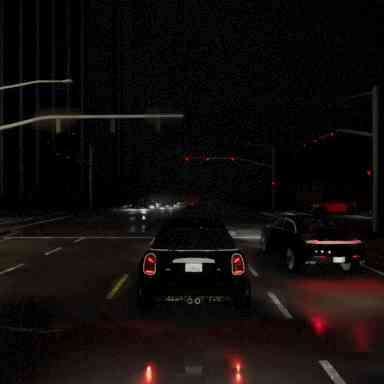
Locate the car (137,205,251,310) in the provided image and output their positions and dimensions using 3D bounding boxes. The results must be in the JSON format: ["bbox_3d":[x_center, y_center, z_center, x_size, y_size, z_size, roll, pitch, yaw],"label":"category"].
[{"bbox_3d":[0.043,1.352,7.992,2.097,1.767,4.553,0,0,0],"label":"car"}]

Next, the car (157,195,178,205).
[{"bbox_3d":[-3.678,1.547,50.817,2.033,1.411,5.357,0,0,0],"label":"car"}]

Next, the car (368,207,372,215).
[{"bbox_3d":[19.039,1.581,31.166,4.674,1.442,1.812,0,0,0],"label":"car"}]

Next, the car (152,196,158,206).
[{"bbox_3d":[-7.184,1.352,55.399,2.097,1.767,4.553,0,0,0],"label":"car"}]

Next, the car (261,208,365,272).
[{"bbox_3d":[3.600,1.492,10.801,2.128,1.511,4.902,0,0,-3],"label":"car"}]

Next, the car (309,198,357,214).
[{"bbox_3d":[14.603,1.407,34.742,4.553,1.767,2.097,0,0,2],"label":"car"}]

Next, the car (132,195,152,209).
[{"bbox_3d":[-7.175,1.526,46.496,1.812,1.442,4.674,0,0,0],"label":"car"}]

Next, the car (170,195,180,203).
[{"bbox_3d":[-3.624,1.500,70.530,1.837,1.490,4.892,0,0,0],"label":"car"}]

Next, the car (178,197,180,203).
[{"bbox_3d":[-3.678,1.491,60.320,2.128,1.511,4.902,0,0,0],"label":"car"}]

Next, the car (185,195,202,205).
[{"bbox_3d":[0.028,1.477,47.538,1.882,1.535,5.008,0,0,0],"label":"car"}]

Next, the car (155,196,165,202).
[{"bbox_3d":[-7.131,1.594,74.238,1.895,1.301,4.718,0,0,0],"label":"car"}]

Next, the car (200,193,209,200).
[{"bbox_3d":[3.346,1.216,87.514,2.097,1.767,4.553,0,0,0],"label":"car"}]

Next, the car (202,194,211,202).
[{"bbox_3d":[3.364,1.519,77.434,1.812,1.442,4.674,0,0,0],"label":"car"}]

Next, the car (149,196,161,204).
[{"bbox_3d":[-7.164,1.526,64.195,1.812,1.442,4.674,0,0,0],"label":"car"}]

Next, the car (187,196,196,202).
[{"bbox_3d":[-0.129,1.540,75.018,2.033,1.411,5.357,0,0,0],"label":"car"}]
